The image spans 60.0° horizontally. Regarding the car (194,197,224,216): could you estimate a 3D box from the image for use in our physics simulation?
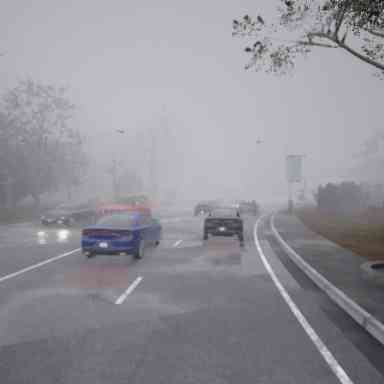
[{"bbox_3d":[1.569,1.555,32.242,1.837,1.490,4.892,0,0,15],"label":"car"}]

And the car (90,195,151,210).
[{"bbox_3d":[-4.530,1.229,23.063,2.150,2.045,5.566,0,0,12],"label":"car"}]

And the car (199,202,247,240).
[{"bbox_3d":[1.745,1.511,17.318,1.882,1.535,5.008,0,0,9],"label":"car"}]

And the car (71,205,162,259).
[{"bbox_3d":[-2.454,1.485,12.711,1.882,1.535,5.008,0,0,6],"label":"car"}]

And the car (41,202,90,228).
[{"bbox_3d":[-8.169,1.495,22.535,1.837,1.490,4.892,0,0,11],"label":"car"}]

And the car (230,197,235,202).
[{"bbox_3d":[8.553,1.678,62.903,1.994,1.385,4.181,0,0,22],"label":"car"}]

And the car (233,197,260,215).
[{"bbox_3d":[6.028,1.570,34.972,2.128,1.511,4.902,0,0,17],"label":"car"}]
